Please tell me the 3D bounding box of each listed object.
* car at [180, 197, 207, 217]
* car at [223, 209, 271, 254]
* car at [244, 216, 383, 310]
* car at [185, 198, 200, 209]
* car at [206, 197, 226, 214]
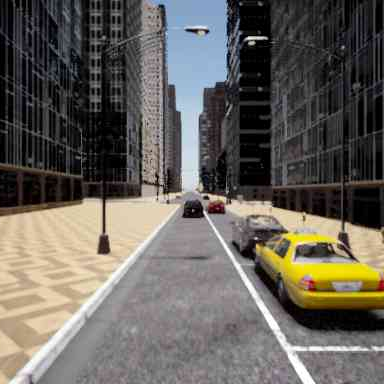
[{"bbox_3d":[0.106,1.466,31.001,1.882,1.535,5.008,0,0,0],"label":"car"},{"bbox_3d":[2.567,1.547,13.193,2.008,1.369,4.403,0,0,0],"label":"car"},{"bbox_3d":[2.566,1.524,7.812,1.752,1.417,4.829,0,0,0],"label":"car"},{"bbox_3d":[0.106,1.544,45.896,1.994,1.385,4.181,0,0,1],"label":"car"},{"bbox_3d":[2.572,1.531,35.398,1.887,1.381,4.507,0,0,0],"label":"car"}]
